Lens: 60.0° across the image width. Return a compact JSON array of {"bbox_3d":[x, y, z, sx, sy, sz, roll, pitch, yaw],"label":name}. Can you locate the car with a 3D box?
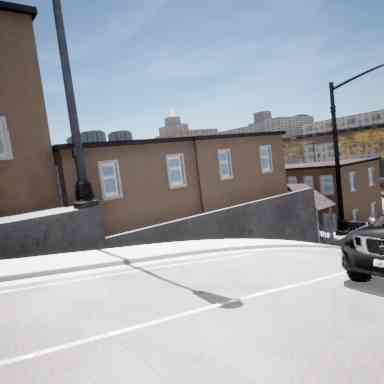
[{"bbox_3d":[6.190,1.309,8.674,5.566,2.045,2.150,4,-2,-37],"label":"car"}]
